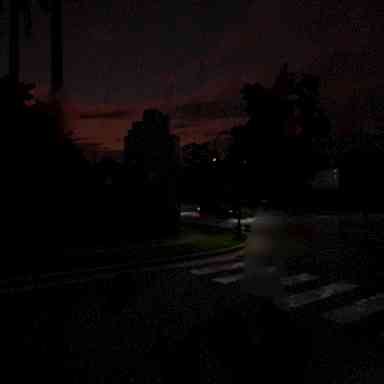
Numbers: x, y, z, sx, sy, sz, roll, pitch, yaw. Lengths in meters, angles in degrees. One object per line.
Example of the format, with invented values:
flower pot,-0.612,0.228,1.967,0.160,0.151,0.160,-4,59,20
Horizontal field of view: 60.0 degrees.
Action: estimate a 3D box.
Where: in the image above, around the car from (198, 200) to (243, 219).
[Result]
car,2.472,1.550,30.113,1.837,1.490,4.892,0,0,-36
